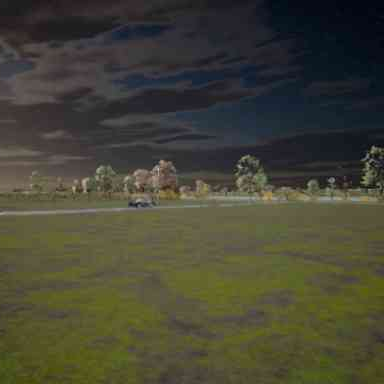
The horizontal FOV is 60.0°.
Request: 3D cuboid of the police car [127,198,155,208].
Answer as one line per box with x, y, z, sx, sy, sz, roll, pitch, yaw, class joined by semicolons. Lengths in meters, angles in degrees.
-8.139;1.705;53.380;1.930;1.638;5.238;0;-1;35;police car
